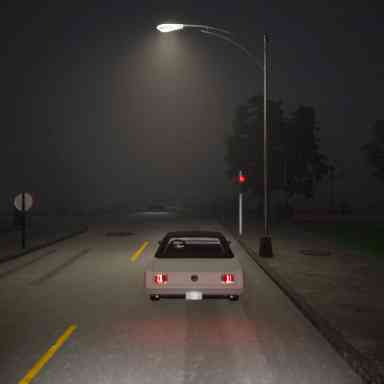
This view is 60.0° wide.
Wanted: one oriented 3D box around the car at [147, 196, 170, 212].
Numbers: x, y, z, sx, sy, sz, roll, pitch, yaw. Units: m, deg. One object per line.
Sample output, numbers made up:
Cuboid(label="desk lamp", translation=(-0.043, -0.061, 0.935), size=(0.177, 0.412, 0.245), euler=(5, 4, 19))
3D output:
Cuboid(label="car", translation=(-4.079, 1.547, 38.834), size=(2.033, 1.411, 5.357), euler=(0, 0, 0))

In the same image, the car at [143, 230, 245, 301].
Cuboid(label="car", translation=(0.061, 1.601, 8.278), size=(1.895, 1.301, 4.718), euler=(0, 0, 0))

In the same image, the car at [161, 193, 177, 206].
Cuboid(label="car", translation=(-4.061, 1.223, 53.926), size=(2.150, 2.045, 5.566), euler=(0, 0, 0))

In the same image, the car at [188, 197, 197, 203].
Cuboid(label="car", translation=(0.035, 1.601, 69.468), size=(1.895, 1.301, 4.718), euler=(0, 0, 0))
